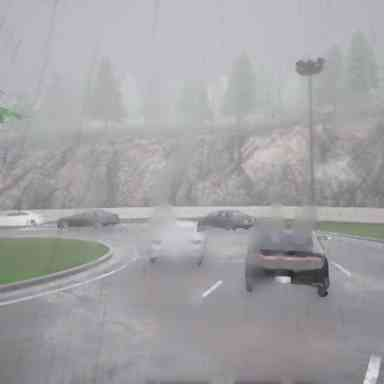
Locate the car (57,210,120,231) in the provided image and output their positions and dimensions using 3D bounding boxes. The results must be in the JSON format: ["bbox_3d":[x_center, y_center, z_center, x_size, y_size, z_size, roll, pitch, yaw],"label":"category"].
[{"bbox_3d":[-7.961,2.129,25.527,4.902,1.511,2.128,-1,-2,13],"label":"car"}]

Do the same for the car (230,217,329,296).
[{"bbox_3d":[2.646,1.648,9.223,2.128,1.511,4.902,-1,-1,18],"label":"car"}]

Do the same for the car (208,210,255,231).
[{"bbox_3d":[2.299,2.002,23.800,2.033,1.411,5.357,0,-2,-43],"label":"car"}]

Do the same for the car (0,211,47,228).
[{"bbox_3d":[-14.992,2.324,28.449,4.674,1.442,1.812,-1,-2,-14],"label":"car"}]

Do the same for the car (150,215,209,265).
[{"bbox_3d":[-0.409,1.796,12.710,1.812,1.442,4.674,0,-1,3],"label":"car"}]
